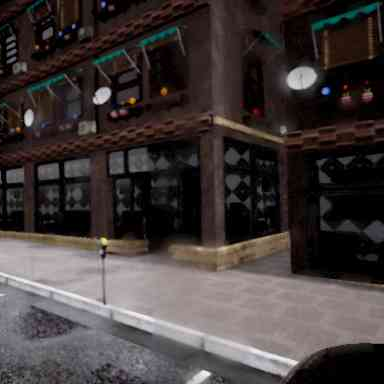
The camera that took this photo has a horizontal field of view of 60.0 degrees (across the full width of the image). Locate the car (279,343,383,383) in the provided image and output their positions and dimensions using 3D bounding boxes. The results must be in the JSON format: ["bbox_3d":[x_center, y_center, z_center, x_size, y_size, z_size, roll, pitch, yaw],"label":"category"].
[{"bbox_3d":[2.661,1.508,1.308,4.892,1.490,1.837,0,-1,37],"label":"car"}]
